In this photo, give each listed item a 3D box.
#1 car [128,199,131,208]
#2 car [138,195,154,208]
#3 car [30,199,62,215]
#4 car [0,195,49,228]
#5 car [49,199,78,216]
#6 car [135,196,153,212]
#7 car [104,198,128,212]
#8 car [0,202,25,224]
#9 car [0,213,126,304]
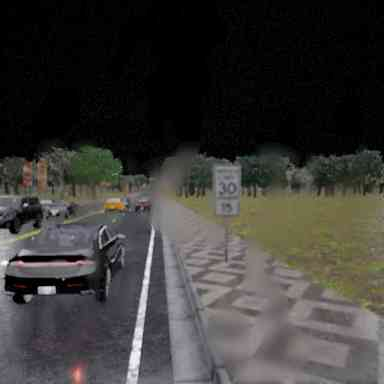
[{"bbox_3d":[-10.160,1.610,49.555,2.033,1.411,5.357,0,0,-5],"label":"car"},{"bbox_3d":[-6.980,1.437,50.642,2.097,1.767,4.553,0,0,-5],"label":"car"},{"bbox_3d":[-15.283,1.521,35.035,1.812,1.442,4.674,0,0,-8],"label":"car"},{"bbox_3d":[-10.520,1.209,19.383,2.150,2.045,5.566,0,0,-6],"label":"car"},{"bbox_3d":[-11.540,1.497,29.713,2.128,1.511,4.902,0,0,-5],"label":"car"},{"bbox_3d":[-5.961,1.573,40.802,1.837,1.490,4.892,0,0,-5],"label":"car"},{"bbox_3d":[-9.090,1.522,39.339,1.882,1.535,5.008,0,0,-5],"label":"car"},{"bbox_3d":[-14.319,1.502,24.774,1.812,1.442,4.674,0,0,-6],"label":"car"},{"bbox_3d":[-2.772,1.502,8.218,2.128,1.511,4.902,0,0,-6],"label":"car"}]
